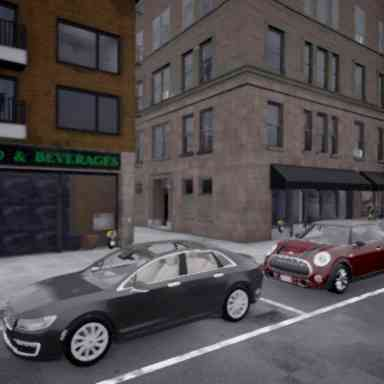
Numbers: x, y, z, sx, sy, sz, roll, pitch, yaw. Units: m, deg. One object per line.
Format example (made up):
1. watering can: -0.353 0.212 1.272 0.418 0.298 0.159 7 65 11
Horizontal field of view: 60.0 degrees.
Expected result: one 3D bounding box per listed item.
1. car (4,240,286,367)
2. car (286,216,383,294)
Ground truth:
1. car: -0.686 1.569 5.692 4.403 1.369 2.008 0 0 -35
2. car: 3.816 1.498 8.885 4.097 1.590 1.967 1 0 -35
